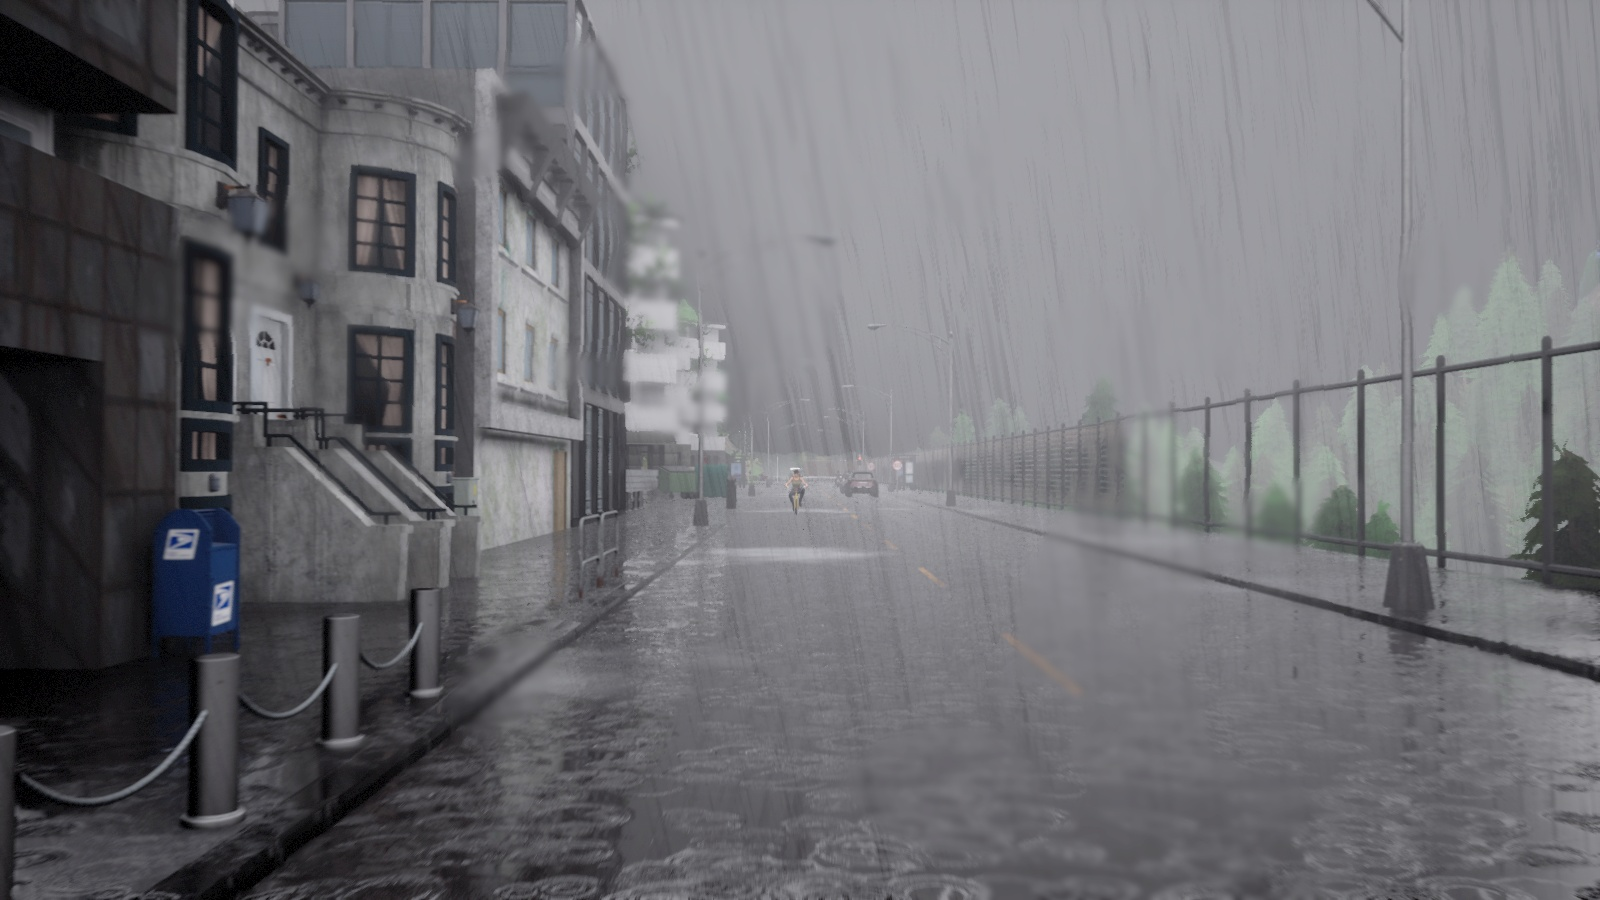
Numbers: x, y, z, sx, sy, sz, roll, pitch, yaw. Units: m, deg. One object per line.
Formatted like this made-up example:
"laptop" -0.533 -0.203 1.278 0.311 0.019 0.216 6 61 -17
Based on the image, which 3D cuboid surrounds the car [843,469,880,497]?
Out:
"car" 3.799 2.032 77.848 2.033 1.649 4.856 0 -1 0
